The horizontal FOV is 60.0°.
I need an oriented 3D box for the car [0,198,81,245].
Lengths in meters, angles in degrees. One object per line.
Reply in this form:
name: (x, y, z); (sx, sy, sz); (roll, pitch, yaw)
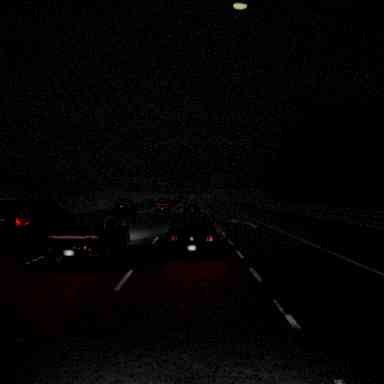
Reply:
car: (-6.999, 1.265, 14.633); (2.150, 2.045, 5.566); (0, 0, 0)

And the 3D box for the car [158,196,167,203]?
car: (-6.989, 1.758, 79.384); (1.812, 1.442, 4.674); (0, 0, 0)

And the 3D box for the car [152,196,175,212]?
car: (-3.492, 1.661, 41.564); (1.837, 1.490, 4.892); (0, 0, 0)

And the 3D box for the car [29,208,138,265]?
car: (-3.500, 1.525, 11.882); (2.128, 1.511, 4.902); (0, 0, 0)

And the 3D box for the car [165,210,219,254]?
car: (0.001, 1.640, 13.685); (1.895, 1.301, 4.718); (0, 0, 0)

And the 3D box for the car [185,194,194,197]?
car: (0.010, 1.686, 62.264); (1.882, 1.535, 5.008); (0, 0, 0)

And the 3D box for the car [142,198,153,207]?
car: (-6.993, 1.683, 54.161); (2.128, 1.511, 4.902); (0, 0, 0)

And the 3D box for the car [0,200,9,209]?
car: (-28.039, 1.774, 46.953); (1.895, 1.301, 4.718); (0, 0, 1)

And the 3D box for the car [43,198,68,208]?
car: (-21.026, 1.692, 51.603); (1.837, 1.490, 4.892); (0, 0, 1)

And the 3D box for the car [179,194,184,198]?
car: (-3.489, 1.773, 79.381); (2.033, 1.411, 5.357); (0, 0, 0)

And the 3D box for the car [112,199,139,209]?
car: (-6.994, 1.483, 35.204); (2.097, 1.767, 4.553); (0, 0, 0)

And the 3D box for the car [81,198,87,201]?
car: (-17.526, 1.691, 51.602); (1.837, 1.490, 4.892); (0, 0, 1)

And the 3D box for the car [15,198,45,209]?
car: (-24.535, 1.676, 50.567); (2.128, 1.511, 4.902); (0, 0, 1)

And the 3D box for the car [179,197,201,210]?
car: (0.005, 1.626, 36.169); (2.128, 1.511, 4.902); (0, 0, 0)

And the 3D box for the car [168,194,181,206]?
car: (-3.492, 1.679, 58.667); (1.882, 1.535, 5.008); (0, 0, 0)
